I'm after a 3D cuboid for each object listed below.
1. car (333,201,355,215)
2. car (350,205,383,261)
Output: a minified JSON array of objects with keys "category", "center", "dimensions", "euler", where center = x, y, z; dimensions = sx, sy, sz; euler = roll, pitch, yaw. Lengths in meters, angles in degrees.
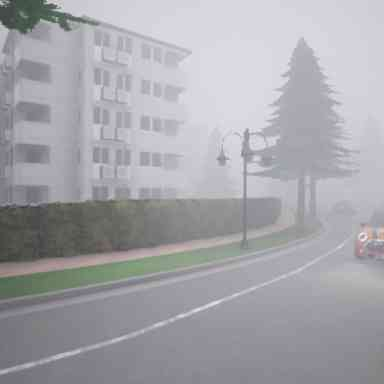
[{"category":"car","center":[18.957,1.927,41.214],"dimensions":[2.097,1.767,4.553],"euler":[0,-1,14]},{"category":"car","center":[7.574,1.542,12.481],"dimensions":[2.097,1.767,4.553],"euler":[0,-1,35]}]
